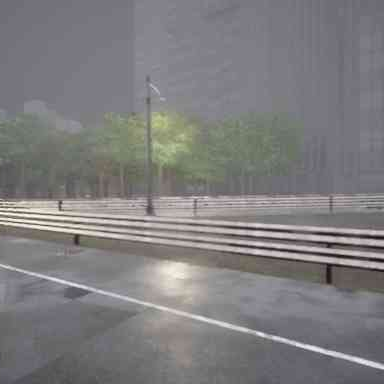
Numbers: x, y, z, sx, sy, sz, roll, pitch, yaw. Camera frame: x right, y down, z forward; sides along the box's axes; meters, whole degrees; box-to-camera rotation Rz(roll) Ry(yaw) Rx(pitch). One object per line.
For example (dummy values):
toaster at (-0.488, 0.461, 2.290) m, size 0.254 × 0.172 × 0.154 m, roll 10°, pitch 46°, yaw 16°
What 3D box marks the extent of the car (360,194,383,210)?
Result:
car at (18.384, 0.870, 30.847) m, size 5.357 × 1.411 × 2.033 m, roll -1°, pitch 0°, yaw -6°
